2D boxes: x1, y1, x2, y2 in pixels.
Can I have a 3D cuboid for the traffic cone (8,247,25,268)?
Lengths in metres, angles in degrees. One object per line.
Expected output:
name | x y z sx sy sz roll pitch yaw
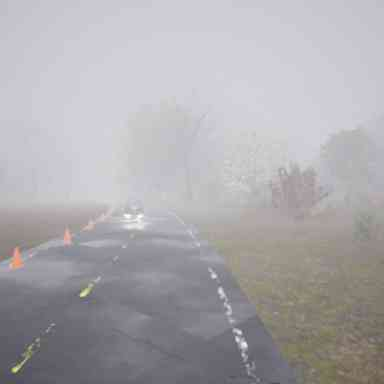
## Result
traffic cone | -5.186 1.920 9.840 0.340 0.580 0.340 0 0 -3

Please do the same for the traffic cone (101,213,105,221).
traffic cone | -6.594 1.856 24.559 0.340 0.580 0.340 0 0 -8

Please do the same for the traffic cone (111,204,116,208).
traffic cone | -8.165 1.812 34.292 0.340 0.580 0.340 0 0 -11

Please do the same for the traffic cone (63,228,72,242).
traffic cone | -5.528 1.898 14.758 0.340 0.580 0.340 0 0 -5

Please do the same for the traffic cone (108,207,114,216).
traffic cone | -7.317 1.834 29.436 0.340 0.580 0.340 0 0 -9

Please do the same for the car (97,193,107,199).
car | -23.118 1.139 85.333 1.837 1.490 4.892 0 0 -27

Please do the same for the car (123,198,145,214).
car | -5.888 1.347 33.773 2.128 1.511 4.902 0 0 -11
